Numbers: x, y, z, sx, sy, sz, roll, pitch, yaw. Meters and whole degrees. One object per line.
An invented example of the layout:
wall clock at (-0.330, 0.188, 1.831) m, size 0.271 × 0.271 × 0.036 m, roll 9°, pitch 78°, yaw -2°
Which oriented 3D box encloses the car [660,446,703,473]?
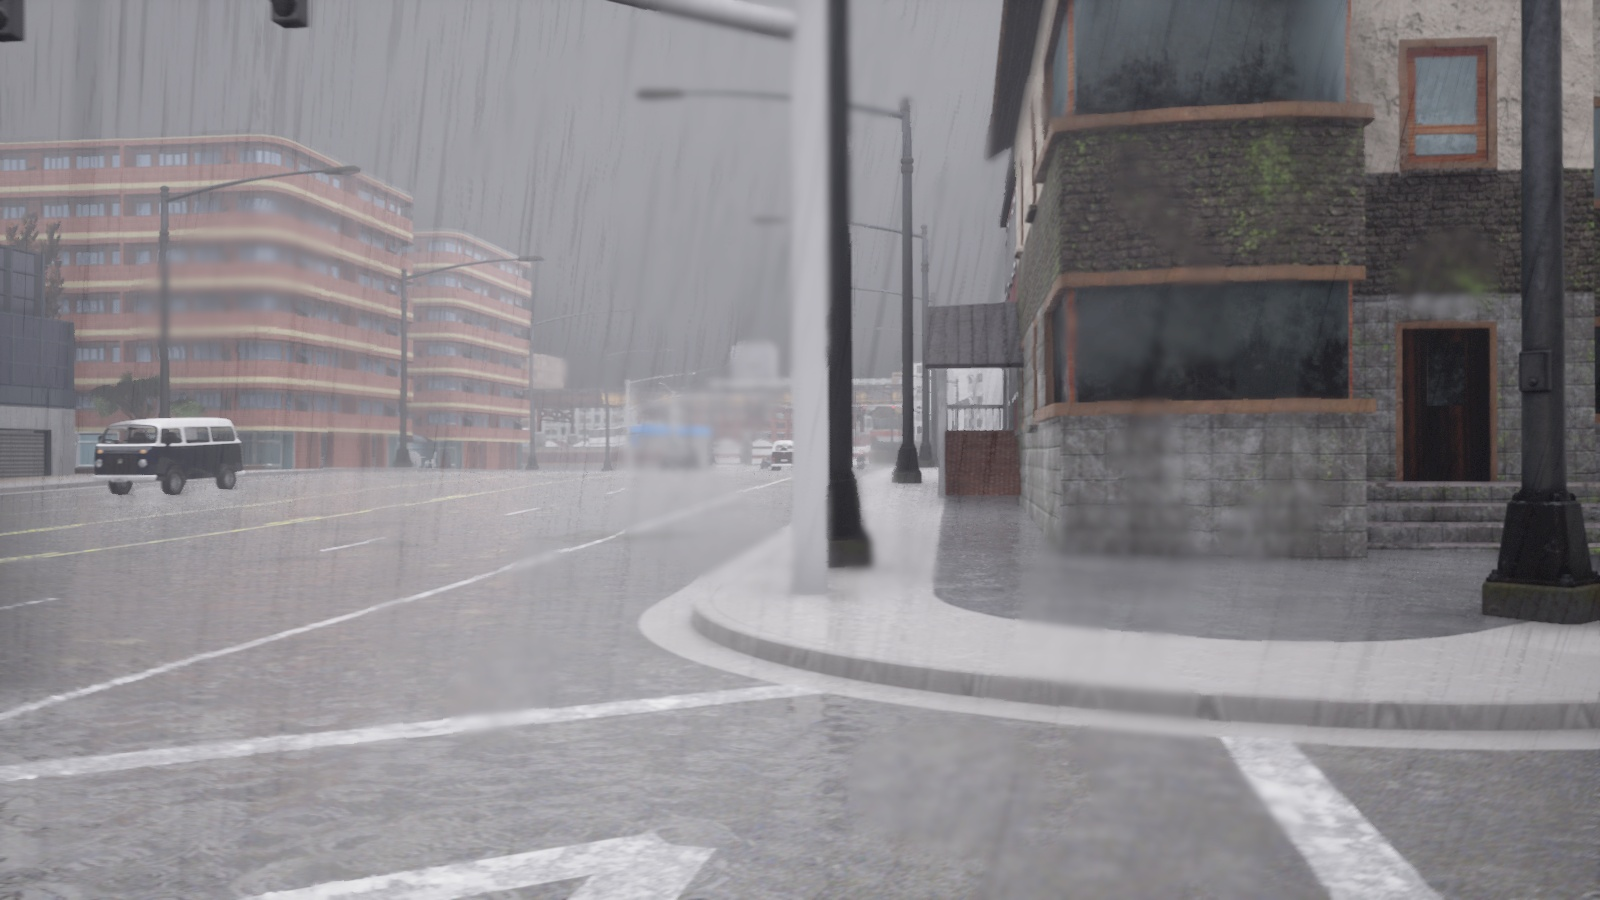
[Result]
car at (-9.187, 0.795, 97.855) m, size 2.150 × 2.045 × 5.566 m, roll 0°, pitch -1°, yaw 7°

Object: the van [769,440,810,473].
van at (-0.667, 0.426, 81.256) m, size 2.069 × 2.038 × 4.480 m, roll 0°, pitch -1°, yaw 7°

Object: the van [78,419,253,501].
van at (-17.075, 0.205, 34.089) m, size 2.069 × 2.038 × 4.480 m, roll 0°, pitch 1°, yaw 7°
